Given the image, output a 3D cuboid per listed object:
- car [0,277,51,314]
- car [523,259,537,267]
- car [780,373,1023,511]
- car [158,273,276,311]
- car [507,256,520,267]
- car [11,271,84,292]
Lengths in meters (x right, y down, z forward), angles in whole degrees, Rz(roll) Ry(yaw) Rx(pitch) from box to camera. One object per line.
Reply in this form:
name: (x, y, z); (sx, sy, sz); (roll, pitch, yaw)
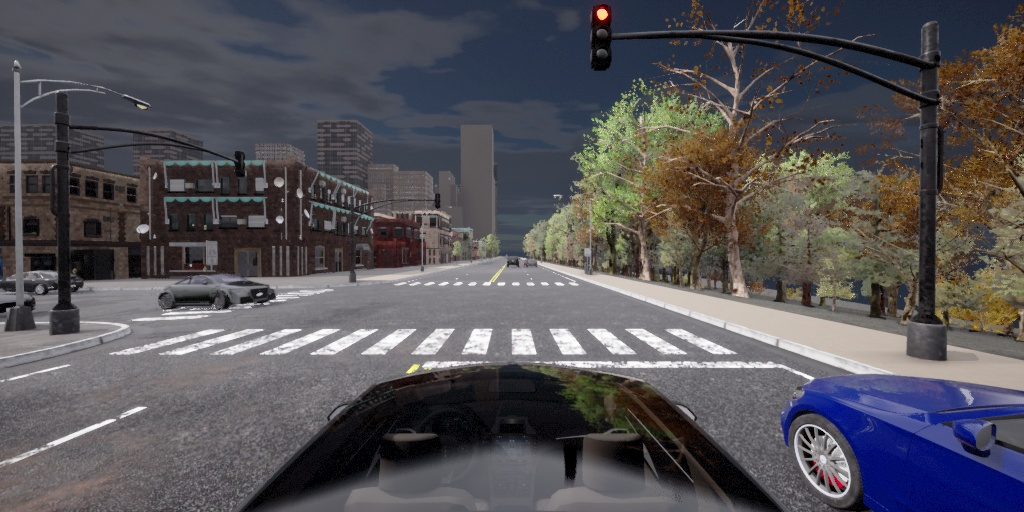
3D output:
car: (-19.926, 1.565, 12.784); (4.313, 1.339, 1.948); (0, 0, 0)
car: (3.470, 1.218, 63.887); (2.128, 1.511, 4.902); (0, 0, 0)
car: (3.346, 1.276, 1.343); (1.812, 1.442, 4.674); (0, 0, 2)
car: (-12.119, 1.424, 14.823); (4.181, 1.385, 1.994); (-2, 0, 11)
car: (0.218, 0.948, 63.727); (2.150, 2.045, 5.566); (0, 0, 1)
car: (-28.242, 1.560, 21.313); (4.403, 1.370, 2.007); (0, 0, 0)
